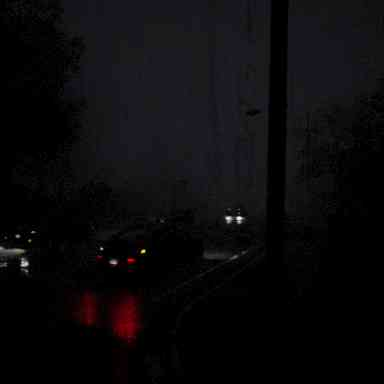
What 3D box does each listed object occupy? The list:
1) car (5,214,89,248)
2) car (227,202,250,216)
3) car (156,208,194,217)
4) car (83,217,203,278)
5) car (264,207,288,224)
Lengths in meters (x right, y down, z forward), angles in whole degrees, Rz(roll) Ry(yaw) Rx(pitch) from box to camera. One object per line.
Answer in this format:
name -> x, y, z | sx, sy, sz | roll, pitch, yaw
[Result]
car -> -6.717, 1.781, 16.138 | 1.994, 1.385, 4.181 | 1, -1, 24
car -> 6.456, 2.522, 47.869 | 2.097, 1.767, 4.553 | 1, -1, 20
car -> -1.389, 2.113, 28.462 | 2.128, 1.511, 4.902 | 1, -1, 23
car -> -1.186, 1.766, 11.044 | 1.812, 1.442, 4.674 | 1, -1, 24
car -> 8.662, 2.526, 34.080 | 2.033, 1.411, 5.357 | 1, -1, 22
